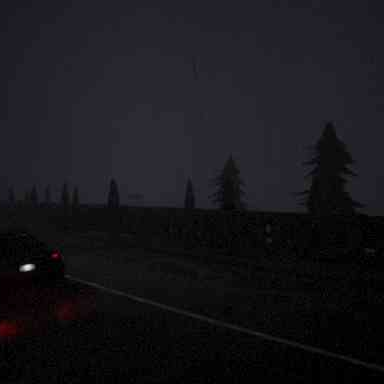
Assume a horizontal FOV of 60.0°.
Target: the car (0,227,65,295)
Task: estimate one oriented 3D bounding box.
[{"bbox_3d":[-4.991,1.587,8.417,4.181,1.385,1.994,0,0,42],"label":"car"}]
